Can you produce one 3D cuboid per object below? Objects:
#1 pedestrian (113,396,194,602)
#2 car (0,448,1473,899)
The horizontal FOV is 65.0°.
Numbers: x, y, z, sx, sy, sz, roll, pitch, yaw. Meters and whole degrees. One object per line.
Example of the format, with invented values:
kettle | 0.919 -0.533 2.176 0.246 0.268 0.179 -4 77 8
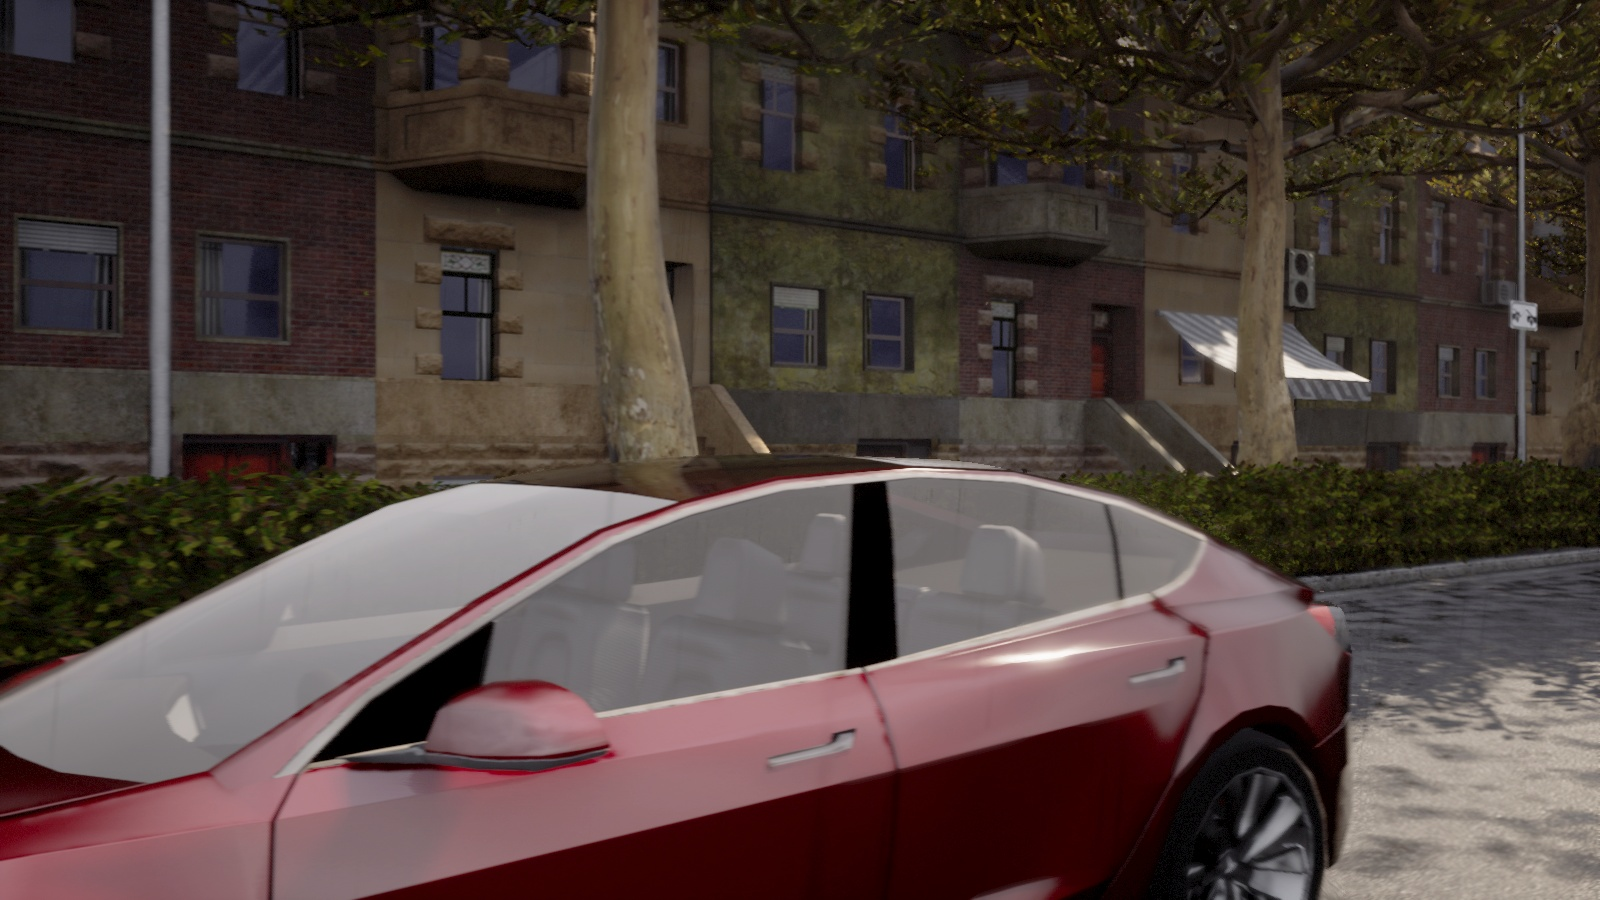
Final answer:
pedestrian | -5.911 0.437 11.499 0.634 1.846 0.331 0 0 -24
car | -0.569 0.749 3.262 4.792 1.488 2.163 0 0 -35
